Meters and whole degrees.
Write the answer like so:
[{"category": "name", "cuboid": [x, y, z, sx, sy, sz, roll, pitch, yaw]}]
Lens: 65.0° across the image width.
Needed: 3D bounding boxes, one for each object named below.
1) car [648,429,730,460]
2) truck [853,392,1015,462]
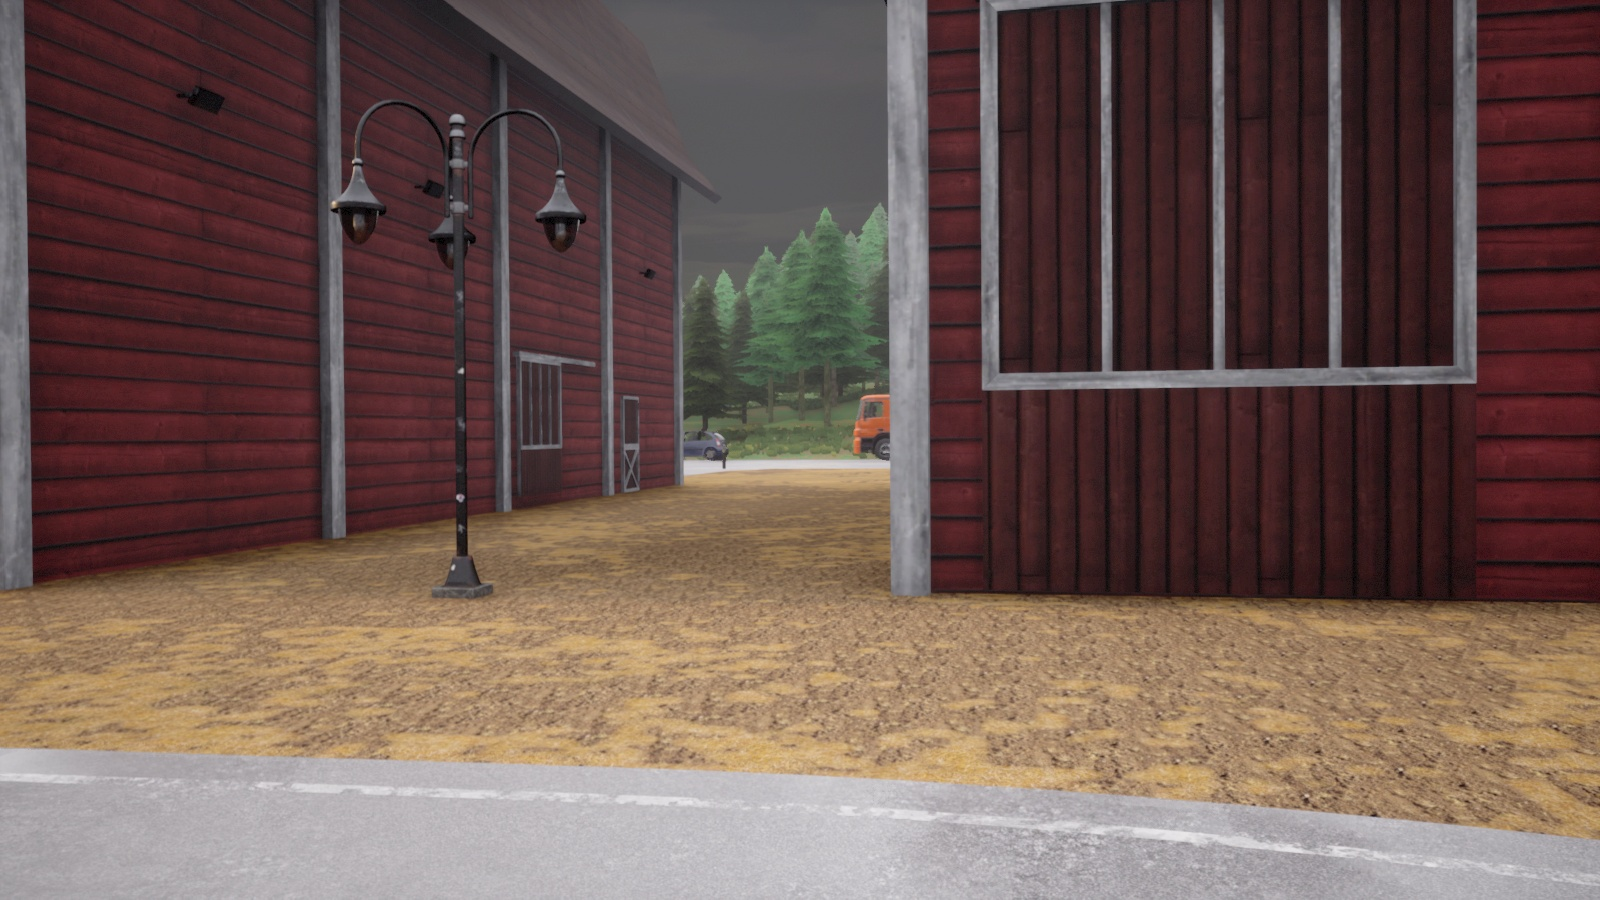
[{"category": "car", "cuboid": [-5.870, -0.315, 66.490, 3.988, 1.617, 1.851, 0, 1, 12]}, {"category": "truck", "cuboid": [6.834, -1.155, 63.809, 7.936, 3.462, 2.891, 0, 1, 12]}]
